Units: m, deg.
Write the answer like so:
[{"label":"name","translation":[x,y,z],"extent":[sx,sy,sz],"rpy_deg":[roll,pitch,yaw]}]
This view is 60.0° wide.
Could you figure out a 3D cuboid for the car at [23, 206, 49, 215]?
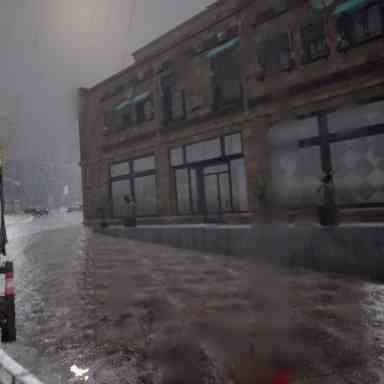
[{"label":"car","translation":[-21.480,2.543,45.707],"extent":[4.718,1.301,1.895],"rpy_deg":[-4,-2,44]}]

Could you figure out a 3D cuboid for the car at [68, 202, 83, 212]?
[{"label":"car","translation":[-17.975,2.319,51.950],"extent":[2.128,1.511,4.902],"rpy_deg":[-4,-1,-7]}]
